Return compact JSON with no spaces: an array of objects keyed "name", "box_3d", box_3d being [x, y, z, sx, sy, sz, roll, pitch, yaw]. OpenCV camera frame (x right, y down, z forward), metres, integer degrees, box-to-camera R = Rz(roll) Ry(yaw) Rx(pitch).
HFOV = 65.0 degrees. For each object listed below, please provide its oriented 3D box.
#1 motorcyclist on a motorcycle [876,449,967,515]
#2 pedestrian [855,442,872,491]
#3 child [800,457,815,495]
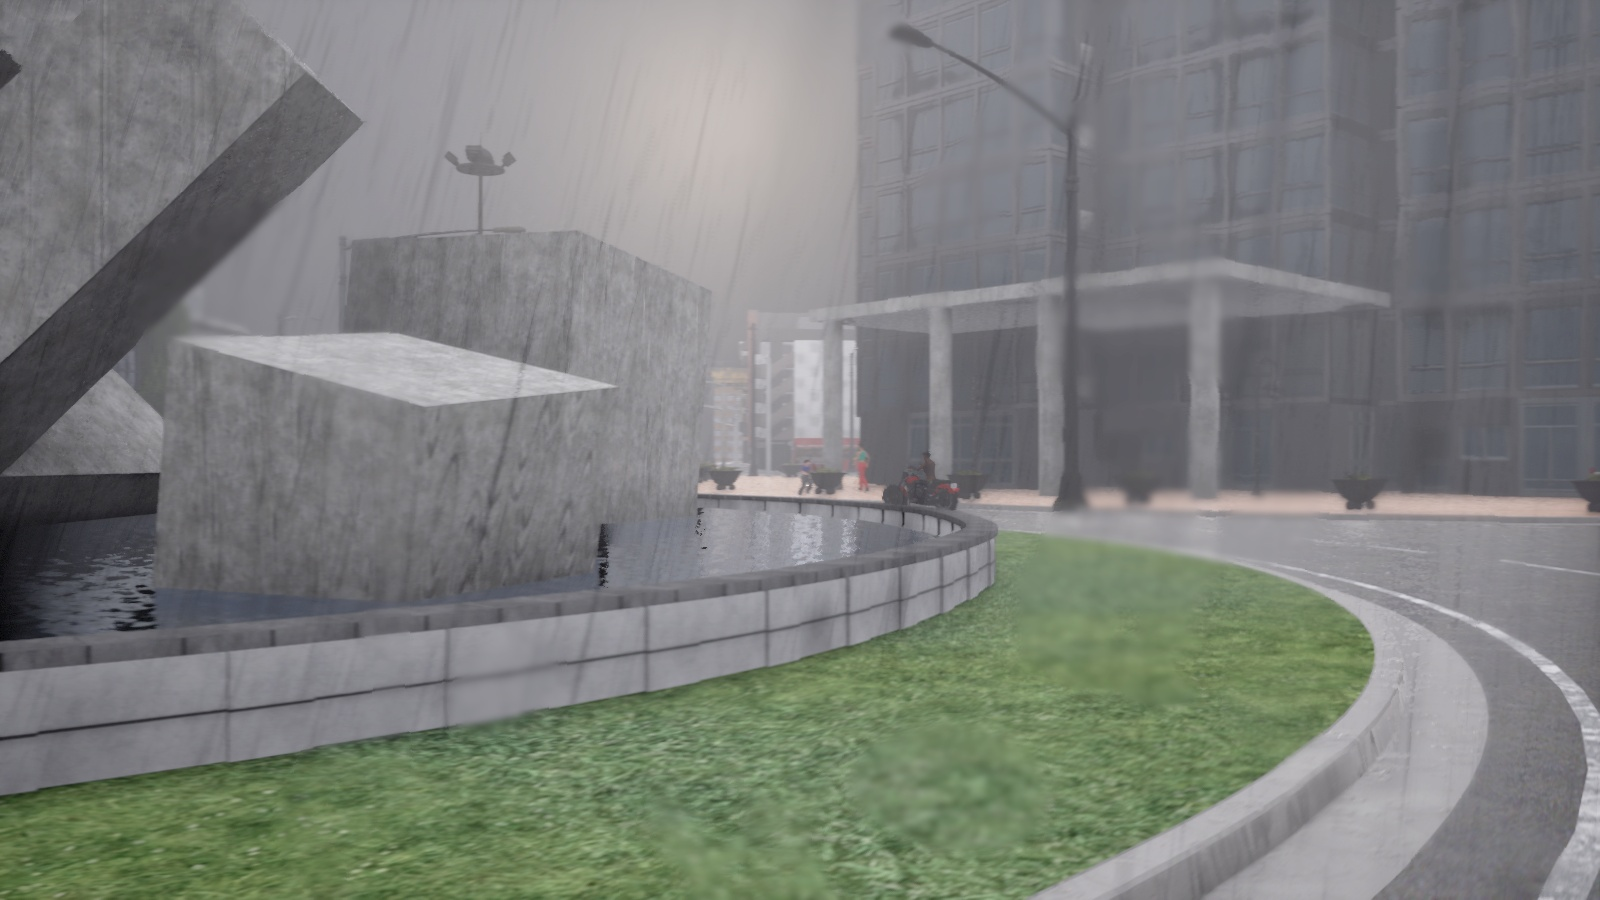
[{"name":"motorcyclist on a motorcycle","box_3d":[3.167,0.823,32.966,2.350,1.649,0.766,-1,0,42]},{"name":"pedestrian","box_3d":[2.416,0.615,47.648,0.345,1.836,0.594,0,0,-39]},{"name":"child","box_3d":[0.247,0.852,41.560,0.270,1.263,0.437,0,0,-38]}]
